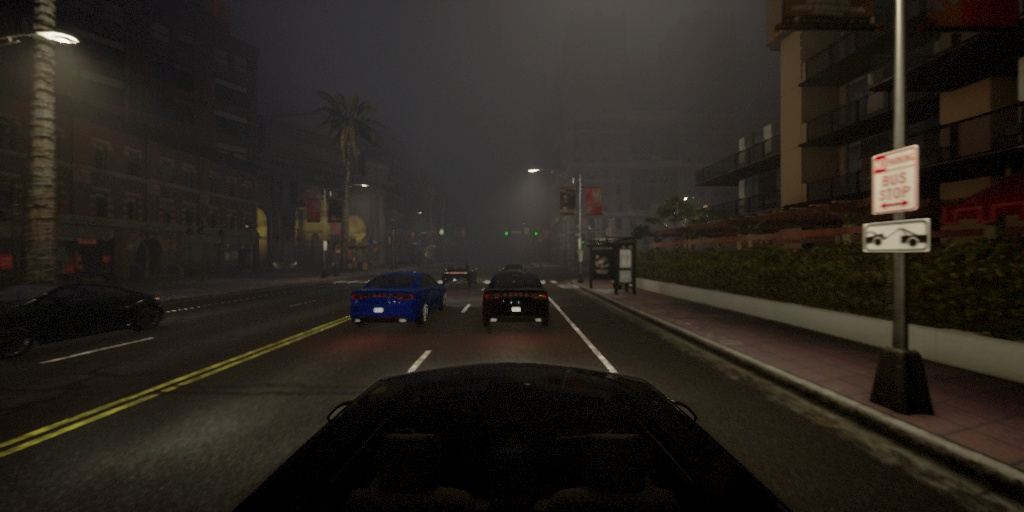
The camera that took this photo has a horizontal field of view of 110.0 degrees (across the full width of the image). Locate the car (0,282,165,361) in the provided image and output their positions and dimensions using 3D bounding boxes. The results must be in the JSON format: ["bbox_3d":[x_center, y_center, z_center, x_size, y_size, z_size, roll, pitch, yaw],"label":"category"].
[{"bbox_3d":[-10.579,1.307,8.119,1.994,1.385,4.181,0,0,0],"label":"car"}]

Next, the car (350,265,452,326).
[{"bbox_3d":[-3.392,1.218,11.589,1.882,1.535,5.008,0,0,0],"label":"car"}]

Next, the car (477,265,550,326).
[{"bbox_3d":[0.106,1.218,11.673,1.882,1.535,5.008,0,0,0],"label":"car"}]

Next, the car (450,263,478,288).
[{"bbox_3d":[-3.370,1.220,23.704,2.128,1.511,4.902,0,0,1],"label":"car"}]
